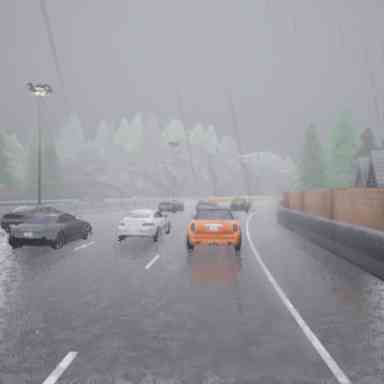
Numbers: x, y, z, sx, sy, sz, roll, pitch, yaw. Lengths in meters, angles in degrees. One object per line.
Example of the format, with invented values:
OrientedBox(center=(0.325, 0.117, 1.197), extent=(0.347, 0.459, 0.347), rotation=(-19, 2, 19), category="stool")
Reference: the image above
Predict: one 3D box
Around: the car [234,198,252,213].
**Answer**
OrientedBox(center=(5.660, 1.438, 38.269), extent=(2.097, 1.767, 4.553), rotation=(0, 0, 16), category="car")

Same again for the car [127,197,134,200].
OrientedBox(center=(-11.123, 1.614, 64.766), extent=(1.812, 1.442, 4.674), rotation=(0, 0, 22), category="car")

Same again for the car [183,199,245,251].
OrientedBox(center=(1.014, 1.382, 14.451), extent=(2.097, 1.767, 4.553), rotation=(0, 0, 6), category="car")

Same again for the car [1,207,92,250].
OrientedBox(center=(-6.003, 1.575, 14.583), extent=(1.994, 1.385, 4.181), rotation=(0, 0, 6), category="car")

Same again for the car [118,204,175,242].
OrientedBox(center=(-2.269, 1.551, 16.585), extent=(1.812, 1.442, 4.674), rotation=(0, 0, 7), category="car")

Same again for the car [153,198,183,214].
OrientedBox(center=(-2.182, 1.553, 36.063), extent=(2.128, 1.511, 4.902), rotation=(0, 0, 14), category="car")

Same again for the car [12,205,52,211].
OrientedBox(center=(-8.941, 1.517, 19.494), extent=(1.837, 1.490, 4.892), rotation=(0, 0, 7), category="car")

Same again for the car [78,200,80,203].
OrientedBox(center=(-19.286, 1.612, 63.389), extent=(2.033, 1.411, 5.357), rotation=(0, 0, 22), category="car")

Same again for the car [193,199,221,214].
OrientedBox(center=(1.741, 1.565, 37.271), extent=(2.128, 1.511, 4.902), rotation=(0, 0, 15), category="car")

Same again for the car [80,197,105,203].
OrientedBox(center=(-17.220, 1.626, 58.890), extent=(1.994, 1.385, 4.181), rotation=(0, 0, 21), category="car")

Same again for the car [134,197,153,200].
OrientedBox(center=(-8.417, 1.619, 62.212), extent=(1.812, 1.442, 4.674), rotation=(0, 0, 23), category="car")
